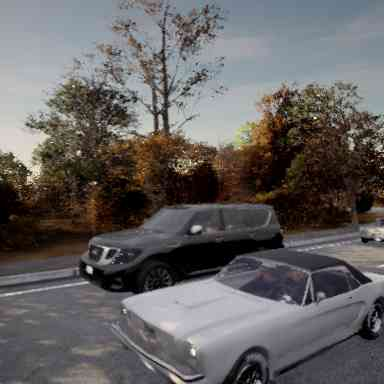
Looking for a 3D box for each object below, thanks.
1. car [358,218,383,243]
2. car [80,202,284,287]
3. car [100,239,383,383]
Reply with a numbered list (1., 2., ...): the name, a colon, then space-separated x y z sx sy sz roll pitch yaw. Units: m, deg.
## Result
1. car: 10.392 1.987 17.241 4.718 1.301 1.895 2 -2 -43
2. car: 0.075 1.300 8.575 5.566 2.045 2.150 1 -1 -38
3. car: 1.262 1.649 5.071 4.718 1.301 1.895 1 -1 -38
